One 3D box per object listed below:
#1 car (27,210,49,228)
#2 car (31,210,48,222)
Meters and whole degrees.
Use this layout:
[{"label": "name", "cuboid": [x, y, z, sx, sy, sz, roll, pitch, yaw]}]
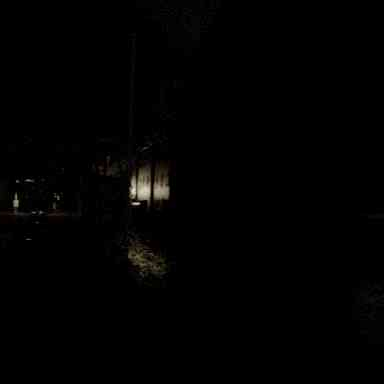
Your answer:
[{"label": "car", "cuboid": [-15.711, 2.793, 33.893, 2.128, 1.511, 4.902, 3, -3, -24]}, {"label": "car", "cuboid": [-20.547, 3.206, 44.931, 1.882, 1.535, 5.008, 3, -3, -23]}]
